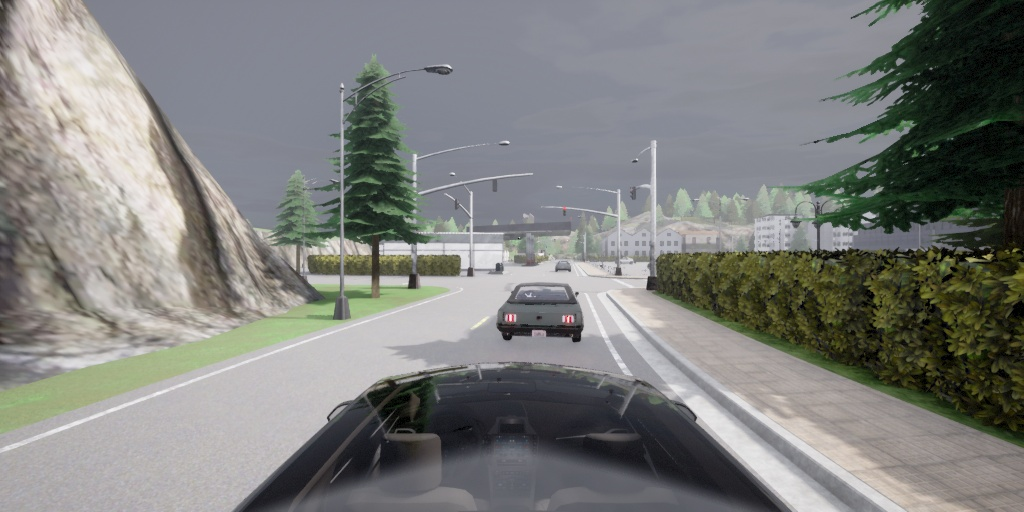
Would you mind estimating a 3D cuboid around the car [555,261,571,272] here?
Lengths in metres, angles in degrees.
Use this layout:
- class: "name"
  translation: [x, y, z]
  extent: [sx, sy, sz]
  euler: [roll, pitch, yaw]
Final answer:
- class: "car"
  translation: [6.547, 1.314, 45.794]
  extent: [1.994, 1.385, 4.181]
  euler: [0, 0, 9]

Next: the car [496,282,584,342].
- class: "car"
  translation: [0.881, 1.351, 9.770]
  extent: [1.895, 1.301, 4.718]
  euler: [0, 0, 8]
